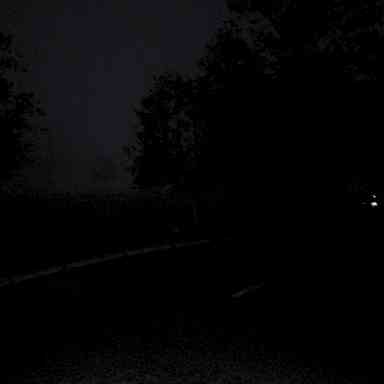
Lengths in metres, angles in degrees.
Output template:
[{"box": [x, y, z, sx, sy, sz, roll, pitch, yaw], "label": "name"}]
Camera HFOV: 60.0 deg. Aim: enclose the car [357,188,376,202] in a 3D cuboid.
[{"box": [23.339, 0.421, 44.648, 2.097, 1.767, 4.553, 2, 2, 25], "label": "car"}]
